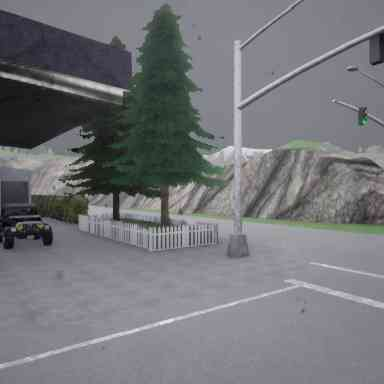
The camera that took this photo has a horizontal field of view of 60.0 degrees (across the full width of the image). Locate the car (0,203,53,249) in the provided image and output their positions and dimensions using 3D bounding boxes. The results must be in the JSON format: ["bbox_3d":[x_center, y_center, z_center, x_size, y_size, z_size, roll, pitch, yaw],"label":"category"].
[{"bbox_3d":[-8.030,1.505,15.815,1.905,1.878,3.866,0,0,-37],"label":"car"}]
